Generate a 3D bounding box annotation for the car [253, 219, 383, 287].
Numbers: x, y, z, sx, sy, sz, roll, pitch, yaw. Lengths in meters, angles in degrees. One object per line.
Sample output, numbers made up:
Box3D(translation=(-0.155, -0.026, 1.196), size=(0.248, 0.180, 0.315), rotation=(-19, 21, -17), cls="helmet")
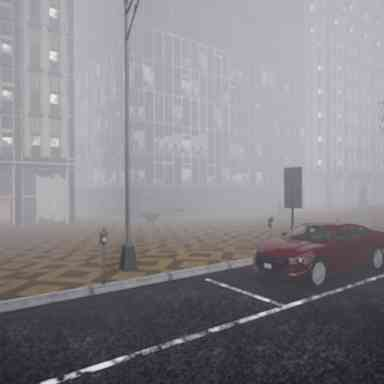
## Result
Box3D(translation=(3.617, 1.480, 9.148), size=(4.507, 1.381, 1.887), rotation=(-1, 0, -36), cls="car")
